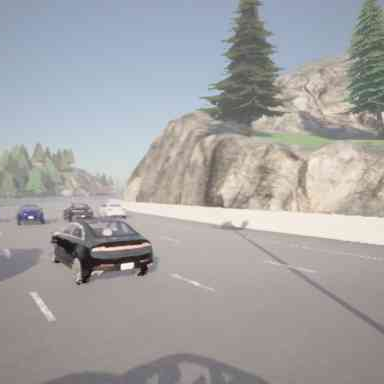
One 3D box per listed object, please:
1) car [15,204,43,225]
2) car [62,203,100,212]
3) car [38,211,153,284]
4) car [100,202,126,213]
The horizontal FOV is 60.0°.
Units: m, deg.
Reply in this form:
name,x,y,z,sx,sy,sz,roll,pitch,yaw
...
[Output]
name,x,y,z,sx,sy,sz,roll,pitch,yaw
car,-12.674,1.677,25.955,1.812,1.442,4.674,0,0,-28
car,-9.392,1.651,27.231,2.128,1.511,4.902,0,0,-29
car,-2.897,1.551,9.898,2.128,1.511,4.902,0,0,-34
car,-7.573,1.708,31.222,1.812,1.442,4.674,0,0,-28
